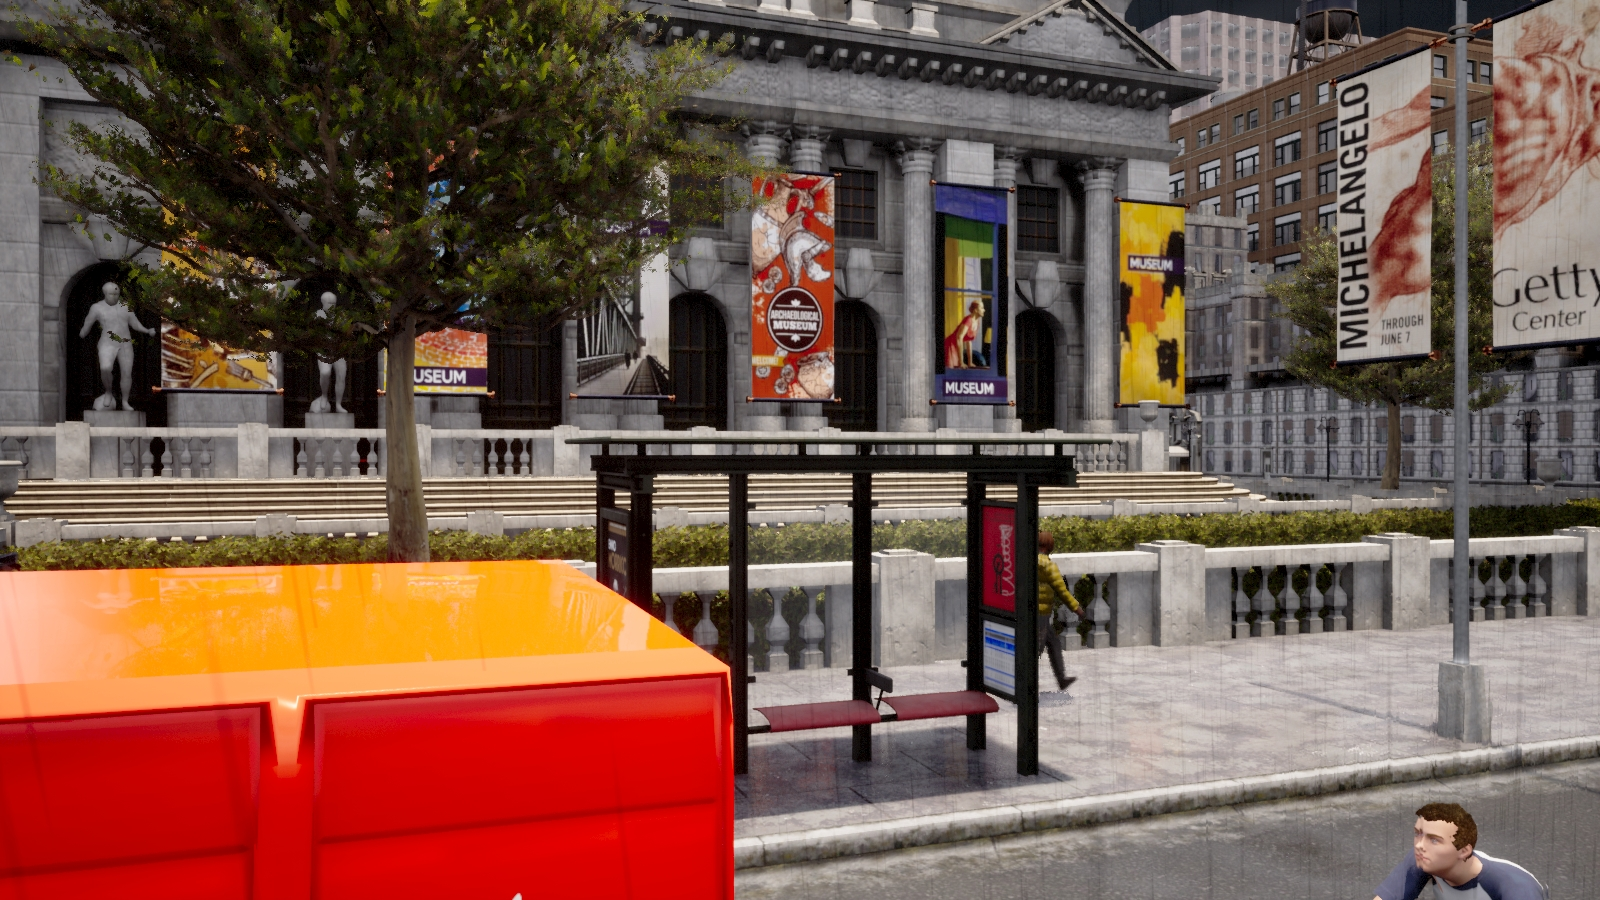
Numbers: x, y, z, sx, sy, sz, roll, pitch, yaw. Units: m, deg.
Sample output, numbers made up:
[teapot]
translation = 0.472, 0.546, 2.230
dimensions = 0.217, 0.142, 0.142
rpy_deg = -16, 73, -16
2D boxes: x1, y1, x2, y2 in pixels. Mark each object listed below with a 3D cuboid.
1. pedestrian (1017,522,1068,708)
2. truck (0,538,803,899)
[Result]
[pedestrian]
translation = 2.525, 1.700, 11.911
dimensions = 0.375, 1.860, 0.375
rpy_deg = 0, 0, -25
[truck]
translation = -2.888, 1.568, 2.235
dimensions = 5.204, 2.467, 2.627
rpy_deg = 0, 0, -20
